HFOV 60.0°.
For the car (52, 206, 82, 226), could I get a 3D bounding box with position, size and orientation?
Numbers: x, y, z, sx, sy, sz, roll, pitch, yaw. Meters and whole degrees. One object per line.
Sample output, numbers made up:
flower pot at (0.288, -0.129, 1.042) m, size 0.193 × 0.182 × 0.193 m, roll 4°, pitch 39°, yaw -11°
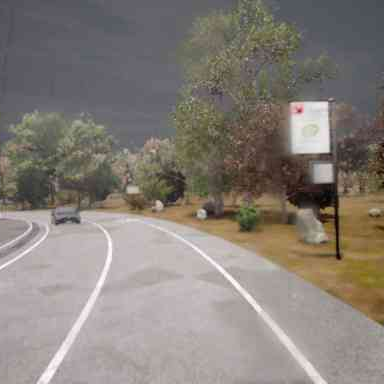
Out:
car at (-10.060, 1.827, 26.386) m, size 2.033 × 1.411 × 5.357 m, roll -3°, pitch 0°, yaw -27°
